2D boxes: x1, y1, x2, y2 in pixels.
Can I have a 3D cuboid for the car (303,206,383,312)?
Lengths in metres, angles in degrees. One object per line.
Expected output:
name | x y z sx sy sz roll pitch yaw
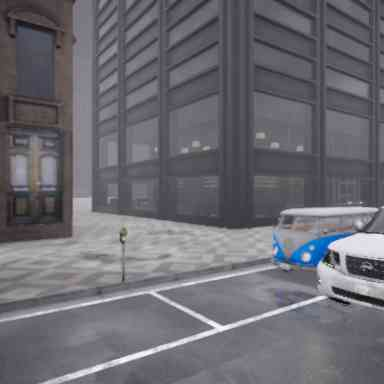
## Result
car | 5.012 1.216 6.951 5.566 2.045 2.150 0 0 -35

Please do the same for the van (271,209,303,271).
van | 4.030 1.335 9.522 3.998 1.788 1.690 0 0 -35

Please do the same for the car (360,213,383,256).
car | 8.604 1.541 12.785 4.403 1.369 2.008 0 0 -35
